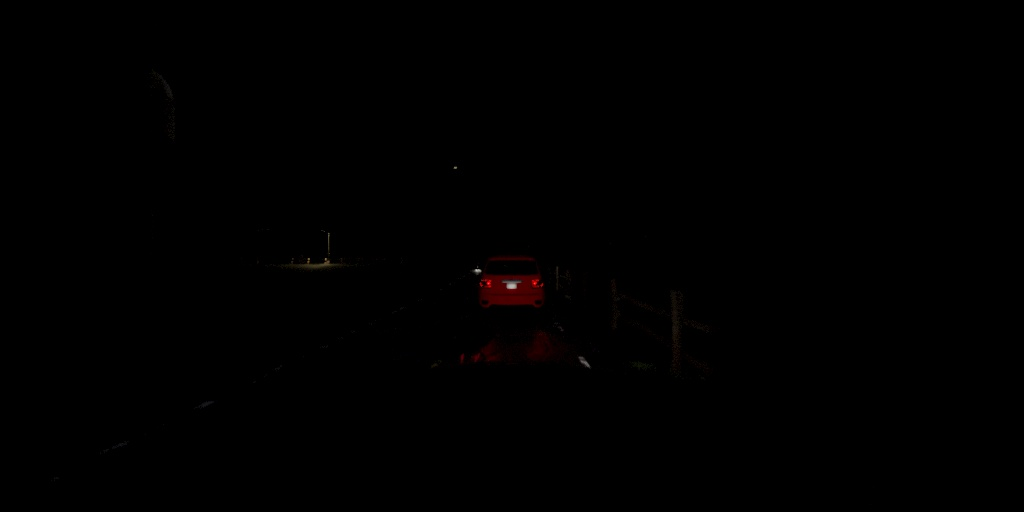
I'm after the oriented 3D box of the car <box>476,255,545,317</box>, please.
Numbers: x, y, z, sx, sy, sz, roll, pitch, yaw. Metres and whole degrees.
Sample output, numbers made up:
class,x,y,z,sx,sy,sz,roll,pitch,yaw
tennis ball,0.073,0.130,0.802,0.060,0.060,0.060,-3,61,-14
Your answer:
class,x,y,z,sx,sy,sz,roll,pitch,yaw
car,-0.022,0.981,13.374,2.150,2.045,5.566,0,0,0

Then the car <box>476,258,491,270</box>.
class,x,y,z,sx,sy,sz,roll,pitch,yaw
car,-4.242,1.153,53.704,2.097,1.767,4.553,0,0,-3
